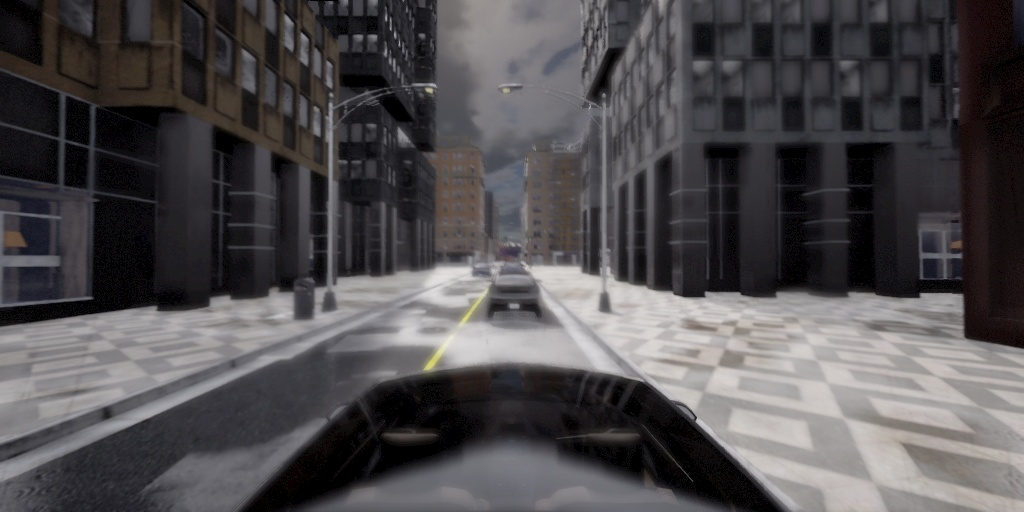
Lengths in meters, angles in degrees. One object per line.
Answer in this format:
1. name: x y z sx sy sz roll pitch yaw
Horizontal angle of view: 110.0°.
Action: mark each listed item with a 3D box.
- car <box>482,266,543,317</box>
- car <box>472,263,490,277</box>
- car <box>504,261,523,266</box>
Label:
1. car: 0.090 1.291 13.423 1.837 1.490 4.892 0 0 0
2. car: -3.094 1.441 37.841 2.033 1.411 5.357 0 0 0
3. car: 0.094 1.204 30.067 2.097 1.767 4.553 0 0 0
